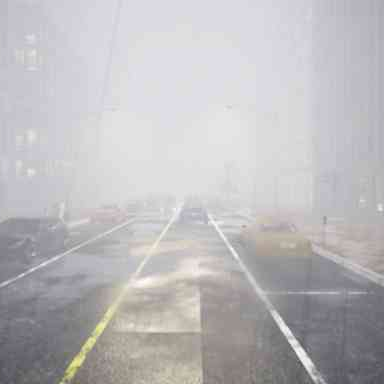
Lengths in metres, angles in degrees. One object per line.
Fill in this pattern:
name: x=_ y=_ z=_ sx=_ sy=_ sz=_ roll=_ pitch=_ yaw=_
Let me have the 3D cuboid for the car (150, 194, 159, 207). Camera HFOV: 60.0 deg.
car: x=-5.666 y=1.286 z=45.649 sx=1.887 sy=1.381 sz=4.507 roll=0 pitch=0 yaw=0

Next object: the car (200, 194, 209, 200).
car: x=2.728 y=1.148 z=74.091 sx=1.802 sy=1.307 sz=4.206 roll=0 pitch=0 yaw=0

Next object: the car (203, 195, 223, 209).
car: x=2.712 y=1.340 z=39.940 sx=1.947 sy=1.339 sz=4.313 roll=0 pitch=0 yaw=0

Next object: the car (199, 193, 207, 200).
car: x=2.731 y=1.054 z=79.953 sx=1.752 sy=1.417 sz=4.829 roll=0 pitch=0 yaw=0

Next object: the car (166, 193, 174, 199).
car: x=-5.647 y=1.060 z=85.494 sx=1.947 sy=1.339 sz=4.313 roll=0 pitch=0 yaw=0

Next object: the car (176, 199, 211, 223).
car: x=0.111 y=1.430 z=24.057 sx=1.994 sy=1.385 sz=4.181 roll=0 pitch=0 yaw=0

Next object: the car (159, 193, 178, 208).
car: x=-2.982 y=1.269 z=44.326 sx=1.837 sy=1.490 sz=4.892 roll=0 pitch=0 yaw=0

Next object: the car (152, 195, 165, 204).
car: x=-5.661 y=1.254 z=57.034 sx=1.802 sy=1.307 sz=4.206 roll=0 pitch=0 yaw=0

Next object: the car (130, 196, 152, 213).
car: x=-5.671 y=1.359 z=34.265 sx=2.008 sy=1.369 sz=4.403 roll=0 pitch=0 yaw=0

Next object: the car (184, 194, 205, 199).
car: x=0.120 y=1.120 z=41.035 sx=2.097 sy=1.767 sz=4.553 roll=0 pitch=0 yaw=0

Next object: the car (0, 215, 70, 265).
car: x=-5.682 y=1.503 z=11.496 sx=1.947 sy=1.339 sz=4.313 roll=0 pitch=0 yaw=0

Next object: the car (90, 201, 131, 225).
car: x=-5.676 y=1.456 z=22.879 sx=1.802 sy=1.307 sz=4.206 roll=0 pitch=0 yaw=0

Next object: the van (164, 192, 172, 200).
van: x=-5.649 y=0.871 z=79.801 sx=1.690 sy=1.788 sz=3.998 roll=0 pitch=0 yaw=0

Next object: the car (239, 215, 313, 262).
car: x=2.699 y=1.462 z=11.649 sx=1.752 sy=1.417 sz=4.829 roll=0 pitch=0 yaw=0
